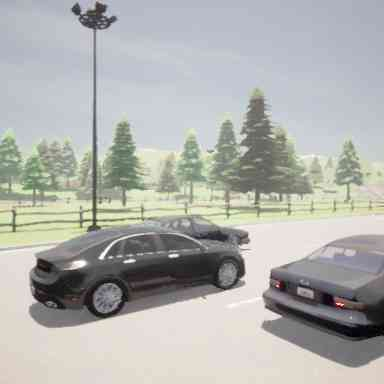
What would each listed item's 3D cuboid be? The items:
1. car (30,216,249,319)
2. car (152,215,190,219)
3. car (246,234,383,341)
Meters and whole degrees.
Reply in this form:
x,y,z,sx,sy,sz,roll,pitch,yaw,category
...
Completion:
x,y,z,sx,sy,sz,roll,pitch,yaw,category
-0.908,1.512,7.453,4.892,1.490,1.837,-1,0,-36,car
-0.301,1.557,12.146,5.357,1.411,2.033,0,0,-35,car
3.747,1.557,6.435,5.357,1.411,2.033,0,0,-35,car
